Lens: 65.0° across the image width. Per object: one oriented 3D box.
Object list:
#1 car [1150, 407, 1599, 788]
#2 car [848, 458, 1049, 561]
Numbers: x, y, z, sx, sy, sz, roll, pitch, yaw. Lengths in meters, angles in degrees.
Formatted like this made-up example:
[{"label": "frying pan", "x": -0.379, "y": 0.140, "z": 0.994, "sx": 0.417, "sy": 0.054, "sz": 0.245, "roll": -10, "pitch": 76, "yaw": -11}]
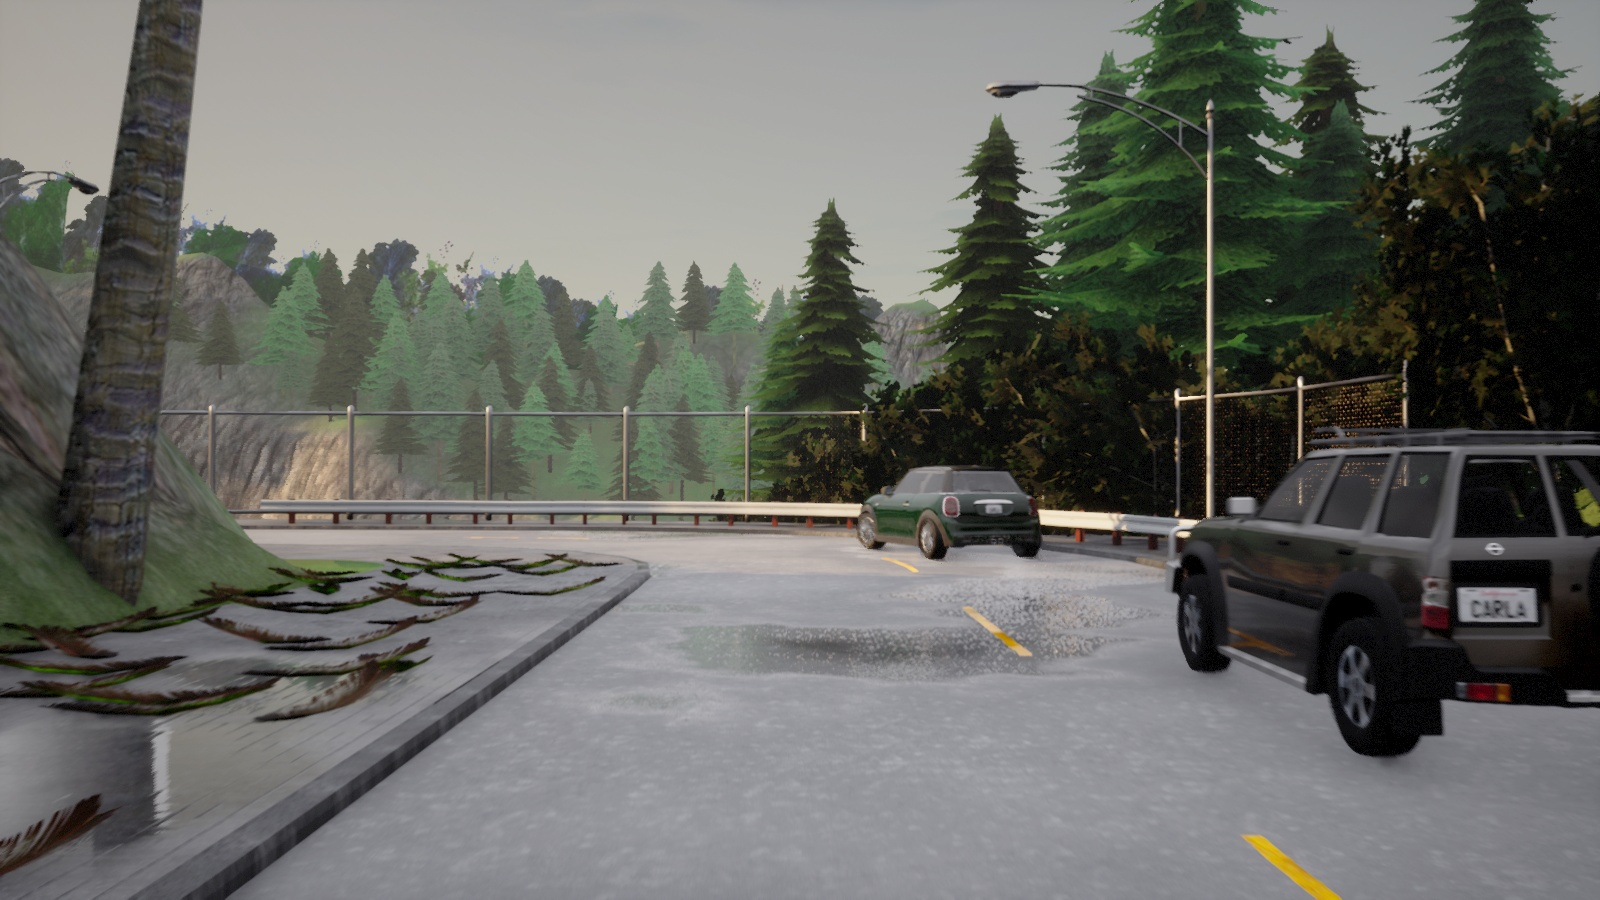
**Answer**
[{"label": "car", "x": 3.974, "y": 0.757, "z": 8.441, "sx": 1.932, "sy": 1.855, "sz": 4.605, "roll": 0, "pitch": -1, "yaw": 0}, {"label": "car", "x": 2.700, "y": 1.068, "z": 24.124, "sx": 2.097, "sy": 1.767, "sz": 4.553, "roll": 0, "pitch": -1, "yaw": -18}]
